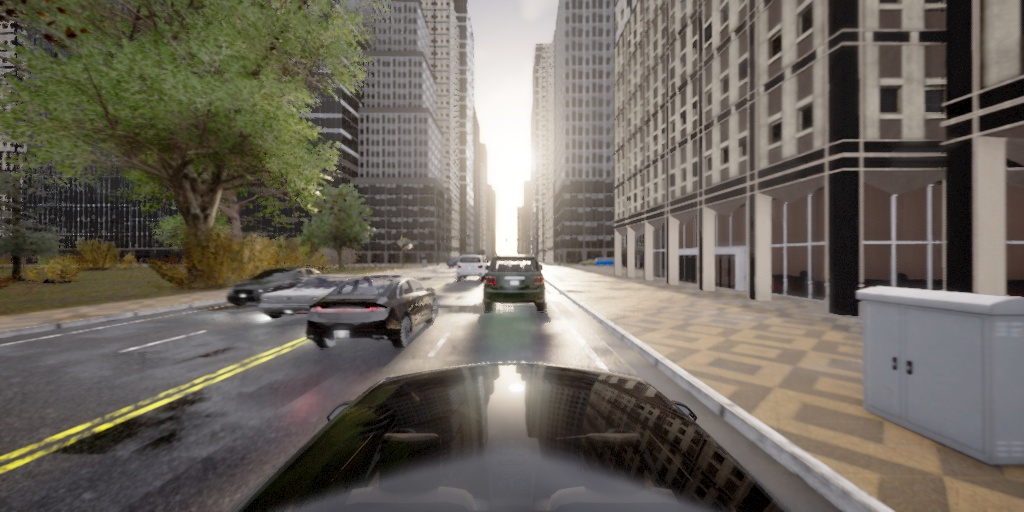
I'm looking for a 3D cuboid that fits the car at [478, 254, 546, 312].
[{"bbox_3d":[0.089,0.958,14.242,2.150,2.045,5.566,0,0,0],"label":"car"}]

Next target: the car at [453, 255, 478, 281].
[{"bbox_3d":[-3.163,0.965,29.504,2.150,2.045,5.566,0,0,0],"label":"car"}]

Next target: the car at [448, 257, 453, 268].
[{"bbox_3d":[-9.764,1.155,63.086,2.150,2.045,5.566,0,0,0],"label":"car"}]

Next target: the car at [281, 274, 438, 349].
[{"bbox_3d":[-3.174,1.232,9.094,2.128,1.511,4.902,0,0,0],"label":"car"}]

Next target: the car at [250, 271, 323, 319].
[{"bbox_3d":[-6.602,1.338,12.799,1.895,1.301,4.718,0,0,0],"label":"car"}]

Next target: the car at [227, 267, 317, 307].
[{"bbox_3d":[-9.854,1.243,15.560,1.837,1.490,4.892,0,-1,0],"label":"car"}]
